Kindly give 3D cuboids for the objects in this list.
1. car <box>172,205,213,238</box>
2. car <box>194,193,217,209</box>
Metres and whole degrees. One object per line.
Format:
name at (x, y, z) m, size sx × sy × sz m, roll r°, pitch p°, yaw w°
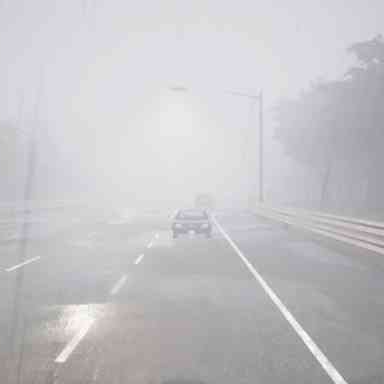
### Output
car at (-0.011, 1.585, 17.580) m, size 1.895 × 1.301 × 4.718 m, roll 0°, pitch 0°, yaw 0°
car at (1.751, 1.203, 42.046) m, size 2.150 × 2.045 × 5.566 m, roll 0°, pitch 0°, yaw 12°
